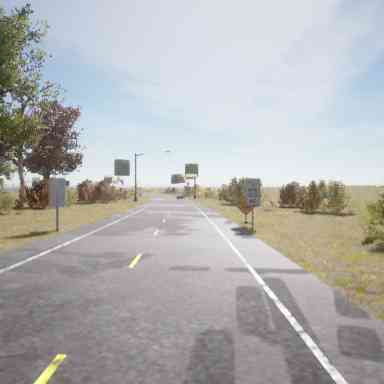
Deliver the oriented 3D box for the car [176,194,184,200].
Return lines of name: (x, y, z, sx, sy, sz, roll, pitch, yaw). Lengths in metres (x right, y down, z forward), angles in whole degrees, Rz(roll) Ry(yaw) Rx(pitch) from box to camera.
car: (-3.247, 1.370, 90.485, 1.837, 1.490, 4.892, 0, 0, -6)

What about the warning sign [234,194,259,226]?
warning sign: (3.326, 1.072, 20.445, 1.300, 1.860, 1.060, 1, 1, -1)
